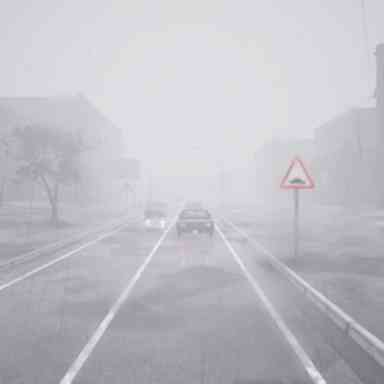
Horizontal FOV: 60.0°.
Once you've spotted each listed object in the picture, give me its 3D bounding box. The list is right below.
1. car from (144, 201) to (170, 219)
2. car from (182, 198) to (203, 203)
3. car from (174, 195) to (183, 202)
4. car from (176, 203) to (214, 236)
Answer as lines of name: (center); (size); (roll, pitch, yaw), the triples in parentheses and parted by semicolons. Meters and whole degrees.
car: (-2.997, 1.544, 29.347); (2.033, 1.411, 5.357); (0, 0, 0)
car: (0.227, 1.461, 36.649); (1.882, 1.535, 5.008); (0, 0, 0)
car: (-2.755, 1.315, 69.377); (1.882, 1.535, 5.008); (0, 0, 0)
car: (0.161, 1.566, 18.400); (1.895, 1.301, 4.718); (0, 2, 0)
